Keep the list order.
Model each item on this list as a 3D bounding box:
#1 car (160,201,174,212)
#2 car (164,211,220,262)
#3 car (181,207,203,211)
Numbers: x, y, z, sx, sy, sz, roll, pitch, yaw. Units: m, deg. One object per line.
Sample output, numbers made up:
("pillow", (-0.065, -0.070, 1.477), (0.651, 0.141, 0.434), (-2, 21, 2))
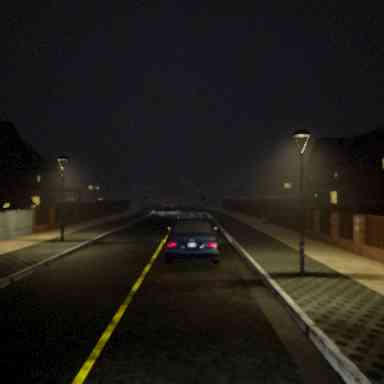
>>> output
("car", (-3.628, 2.016, 48.667), (1.882, 1.535, 5.008), (0, -1, -4))
("car", (0.013, 1.670, 12.523), (2.033, 1.411, 5.357), (0, -1, 0))
("car", (0.018, 1.893, 28.256), (1.895, 1.301, 4.718), (0, -1, 0))
